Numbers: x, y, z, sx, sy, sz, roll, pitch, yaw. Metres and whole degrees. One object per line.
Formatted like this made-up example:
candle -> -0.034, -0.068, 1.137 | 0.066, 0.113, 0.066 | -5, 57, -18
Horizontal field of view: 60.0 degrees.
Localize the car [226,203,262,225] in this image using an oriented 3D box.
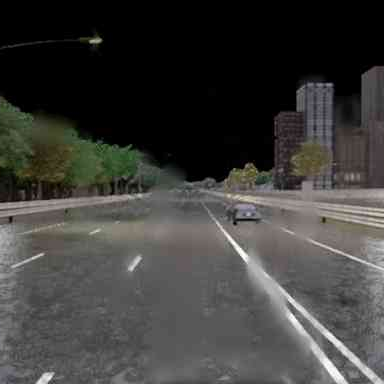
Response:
car -> 3.514, 1.436, 23.146 | 2.033, 1.411, 5.357 | 0, 0, 0
